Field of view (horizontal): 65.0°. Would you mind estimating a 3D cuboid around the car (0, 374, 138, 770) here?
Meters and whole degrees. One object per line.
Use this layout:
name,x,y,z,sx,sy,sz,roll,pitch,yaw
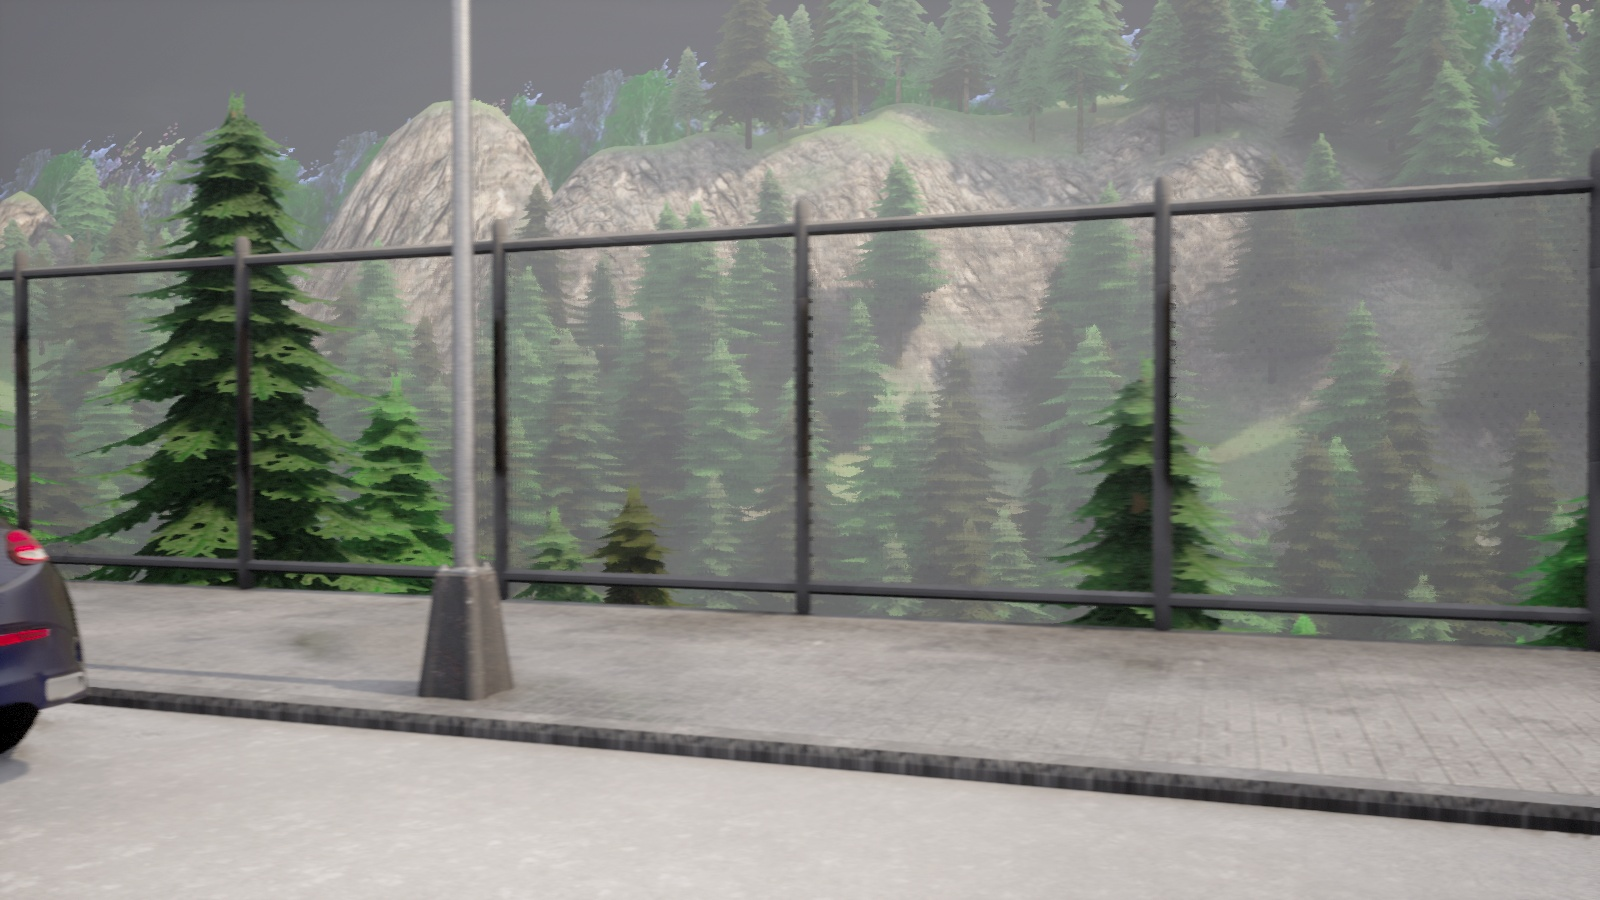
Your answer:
car,-5.836,0.492,5.678,5.027,1.651,2.152,1,1,19
